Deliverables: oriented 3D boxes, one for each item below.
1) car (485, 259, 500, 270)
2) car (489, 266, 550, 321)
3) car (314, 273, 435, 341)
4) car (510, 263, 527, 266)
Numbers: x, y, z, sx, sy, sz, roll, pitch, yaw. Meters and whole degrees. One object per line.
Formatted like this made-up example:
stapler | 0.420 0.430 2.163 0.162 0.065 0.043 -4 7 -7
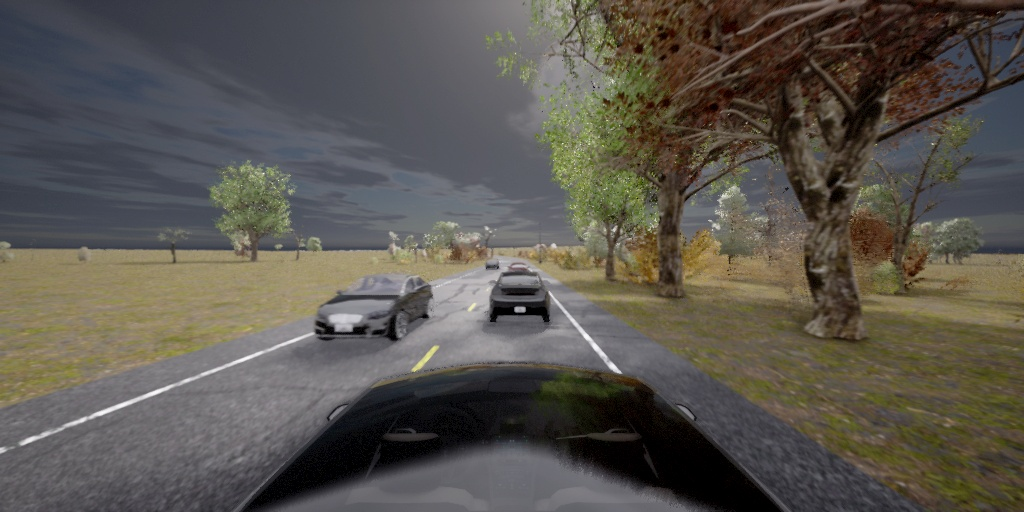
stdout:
car | -2.774 1.195 51.661 1.882 1.535 5.008 0 0 1
car | 0.256 1.260 12.455 1.837 1.490 4.892 0 0 1
car | -3.479 1.244 9.952 2.128 1.511 4.902 0 0 1
car | 0.551 1.271 30.299 1.812 1.442 4.674 0 0 1
